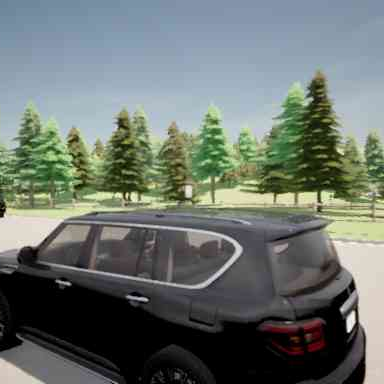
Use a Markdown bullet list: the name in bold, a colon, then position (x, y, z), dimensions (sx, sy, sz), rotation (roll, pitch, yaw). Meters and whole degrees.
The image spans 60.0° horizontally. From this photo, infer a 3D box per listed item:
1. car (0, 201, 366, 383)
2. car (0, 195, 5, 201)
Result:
- **car**: position (-0.761, 1.231, 4.535), dimensions (5.566, 2.045, 2.150), rotation (0, 0, 36)
- **car**: position (-19.085, 1.296, 30.405), dimensions (5.566, 2.045, 2.150), rotation (0, 0, 36)
